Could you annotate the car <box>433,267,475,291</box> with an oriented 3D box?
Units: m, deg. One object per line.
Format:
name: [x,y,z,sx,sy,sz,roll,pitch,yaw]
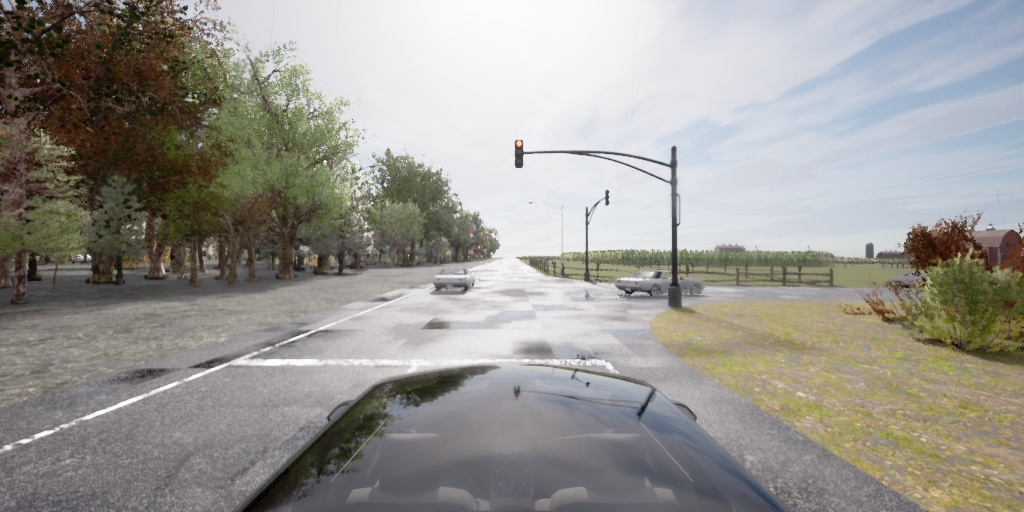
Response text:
car: [-3.381,1.345,21.824,1.895,1.301,4.718,0,0,0]

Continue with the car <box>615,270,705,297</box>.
car: [7.815,1.399,18.768,4.718,1.301,1.895,1,-1,-25]

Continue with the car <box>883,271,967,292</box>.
car: [27.009,1.653,23.407,4.181,1.385,1.994,1,-1,0]
